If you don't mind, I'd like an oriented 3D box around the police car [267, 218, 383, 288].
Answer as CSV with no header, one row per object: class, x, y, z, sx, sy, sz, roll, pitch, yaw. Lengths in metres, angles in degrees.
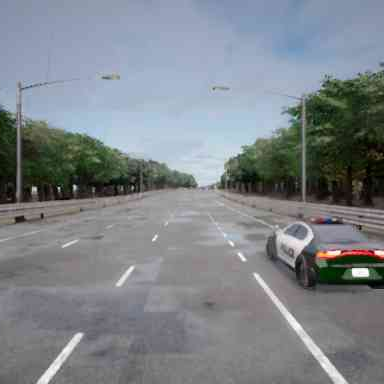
police car,3.500,1.496,9.351,2.038,1.542,4.974,0,0,0
